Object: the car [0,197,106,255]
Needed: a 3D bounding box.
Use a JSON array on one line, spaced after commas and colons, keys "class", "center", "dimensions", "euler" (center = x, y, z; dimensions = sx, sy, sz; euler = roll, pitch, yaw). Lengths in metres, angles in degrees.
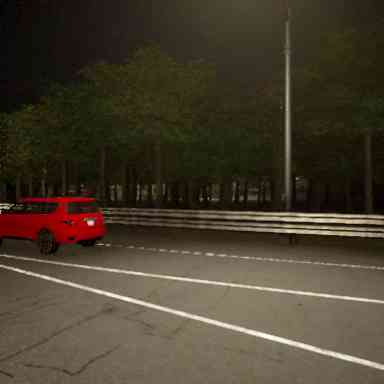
[{"class": "car", "center": [-6.072, 1.232, 13.544], "dimensions": [5.566, 2.045, 2.150], "euler": [0, 0, 29]}]
